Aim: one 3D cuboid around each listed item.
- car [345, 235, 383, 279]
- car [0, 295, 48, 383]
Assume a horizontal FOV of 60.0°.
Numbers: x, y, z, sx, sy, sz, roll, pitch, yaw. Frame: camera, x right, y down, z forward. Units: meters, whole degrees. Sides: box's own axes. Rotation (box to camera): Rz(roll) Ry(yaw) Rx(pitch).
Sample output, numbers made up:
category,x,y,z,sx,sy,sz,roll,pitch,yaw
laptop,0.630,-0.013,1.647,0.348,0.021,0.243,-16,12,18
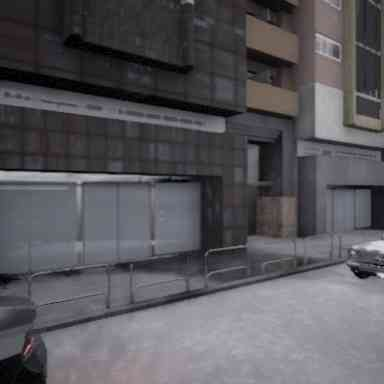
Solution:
category,x,y,z,sx,sy,sz,roll,pitch,yaw
car,6.129,1.581,8.855,4.718,1.301,1.895,0,0,-35
car,-3.554,1.509,2.054,4.892,1.490,1.837,0,0,-35
